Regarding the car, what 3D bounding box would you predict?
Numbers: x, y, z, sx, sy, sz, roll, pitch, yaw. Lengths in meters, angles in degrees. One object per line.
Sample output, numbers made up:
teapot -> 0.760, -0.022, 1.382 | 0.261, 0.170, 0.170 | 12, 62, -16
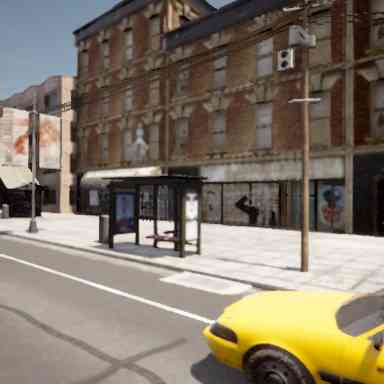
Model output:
car -> 2.634, 1.512, 3.137 | 5.366, 1.575, 1.801 | 0, -1, 36
